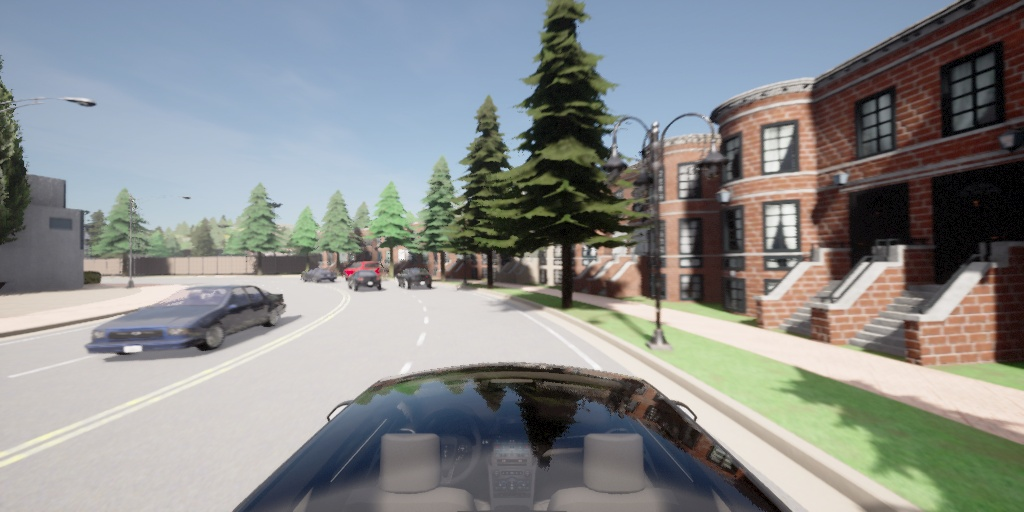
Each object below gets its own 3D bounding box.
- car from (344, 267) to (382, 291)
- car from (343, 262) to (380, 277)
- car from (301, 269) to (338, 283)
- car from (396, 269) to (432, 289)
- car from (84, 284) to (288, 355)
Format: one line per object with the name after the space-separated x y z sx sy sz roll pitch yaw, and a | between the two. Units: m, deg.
-10.856 1.743 26.396 1.812 1.442 4.674 0 -1 -32 | car
-15.897 1.661 38.059 5.566 2.045 2.150 -1 -1 44 | car
-19.977 2.019 37.083 5.357 1.411 2.033 -1 -1 41 | car
-7.601 1.703 27.705 1.837 1.490 4.892 0 -1 -30 | car
-8.046 1.502 9.734 2.033 1.411 5.357 -1 -1 -11 | car
